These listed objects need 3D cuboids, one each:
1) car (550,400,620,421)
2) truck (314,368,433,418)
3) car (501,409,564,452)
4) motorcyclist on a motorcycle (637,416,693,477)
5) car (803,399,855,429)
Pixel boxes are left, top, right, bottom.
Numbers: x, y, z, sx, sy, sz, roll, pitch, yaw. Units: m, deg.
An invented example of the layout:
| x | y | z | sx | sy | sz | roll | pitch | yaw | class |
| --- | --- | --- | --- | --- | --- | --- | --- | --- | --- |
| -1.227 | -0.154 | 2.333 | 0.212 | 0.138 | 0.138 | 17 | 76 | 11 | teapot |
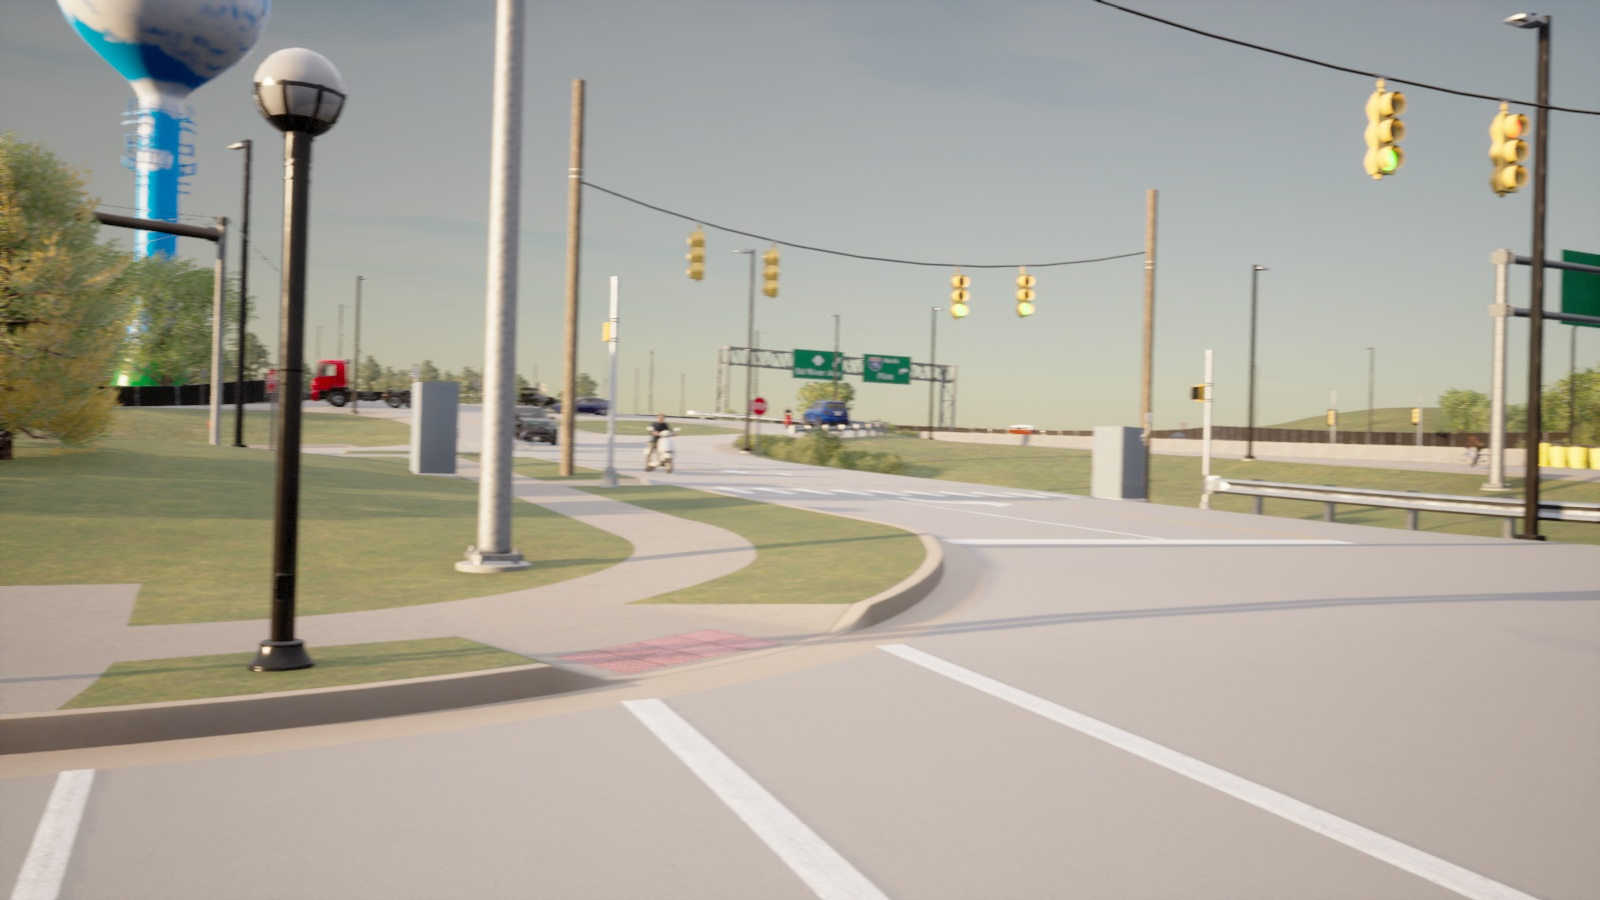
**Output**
| x | y | z | sx | sy | sz | roll | pitch | yaw | class |
| --- | --- | --- | --- | --- | --- | --- | --- | --- | --- |
| -16.396 | -2.995 | 95.600 | 4.792 | 1.488 | 2.163 | 0 | 3 | -27 | car |
| -30.396 | -4.090 | 89.898 | 7.936 | 3.462 | 2.891 | -1 | 3 | -16 | truck |
| -11.946 | -0.908 | 55.878 | 2.097 | 1.767 | 4.553 | 1 | 2 | -20 | car |
| -3.618 | -0.104 | 33.521 | 0.866 | 1.590 | 1.817 | 1 | 1 | -26 | motorcyclist on a motorcycle |
| 2.069 | -2.608 | 90.837 | 2.150 | 2.045 | 5.566 | 1 | 2 | -16 | car |
